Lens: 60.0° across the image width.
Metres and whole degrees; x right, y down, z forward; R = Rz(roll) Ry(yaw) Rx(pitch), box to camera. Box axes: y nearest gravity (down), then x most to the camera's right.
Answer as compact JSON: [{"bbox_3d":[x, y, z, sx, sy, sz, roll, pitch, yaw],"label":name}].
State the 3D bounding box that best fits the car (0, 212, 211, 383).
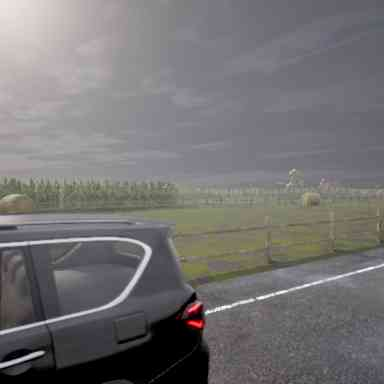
[{"bbox_3d":[-2.446,1.223,2.199,5.566,2.045,2.150,0,0,-35],"label":"car"}]
